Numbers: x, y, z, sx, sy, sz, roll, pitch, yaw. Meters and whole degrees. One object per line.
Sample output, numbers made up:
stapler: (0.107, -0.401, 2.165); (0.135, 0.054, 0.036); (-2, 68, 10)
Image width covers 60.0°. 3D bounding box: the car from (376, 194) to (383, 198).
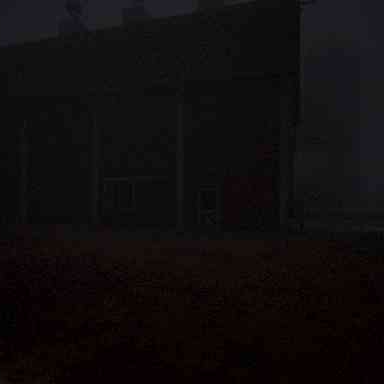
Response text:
car: (44.561, 1.360, 76.530); (3.988, 1.617, 1.851); (0, 0, 19)
